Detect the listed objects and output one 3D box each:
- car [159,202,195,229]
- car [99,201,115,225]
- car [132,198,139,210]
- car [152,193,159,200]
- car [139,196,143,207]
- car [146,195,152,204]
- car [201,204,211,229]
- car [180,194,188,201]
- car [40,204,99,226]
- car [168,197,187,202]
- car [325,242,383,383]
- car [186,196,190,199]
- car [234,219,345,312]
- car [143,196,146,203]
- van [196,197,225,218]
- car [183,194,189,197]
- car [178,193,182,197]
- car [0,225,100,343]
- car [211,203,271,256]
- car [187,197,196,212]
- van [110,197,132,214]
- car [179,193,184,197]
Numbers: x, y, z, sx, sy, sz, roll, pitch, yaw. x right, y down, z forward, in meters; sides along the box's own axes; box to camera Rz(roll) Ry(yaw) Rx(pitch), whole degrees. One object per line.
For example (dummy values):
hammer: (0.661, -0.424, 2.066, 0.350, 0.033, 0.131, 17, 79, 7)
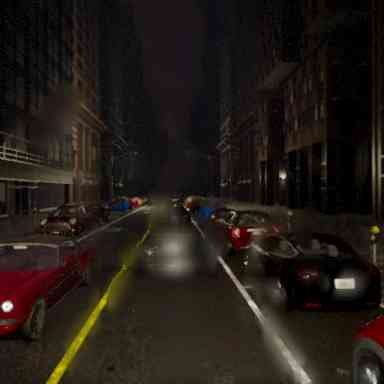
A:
car: (-1.078, 1.560, 21.525, 1.994, 1.385, 4.181, 0, 0, -3)
car: (-7.063, 1.577, 23.841, 1.887, 1.381, 4.507, -1, 0, -3)
car: (-8.017, 1.574, 40.621, 1.887, 1.381, 4.507, -1, 0, -3)
car: (-10.878, 1.571, 90.959, 1.887, 1.381, 4.507, -1, 0, -3)
car: (-8.335, 1.574, 46.213, 1.887, 1.381, 4.507, -1, 0, -3)
car: (-9.290, 1.467, 62.994, 1.967, 1.590, 4.097, -1, 0, -3)
car: (1.766, 1.561, 18.742, 1.802, 1.307, 4.206, -1, 0, -3)
car: (-2.051, 1.412, 85.855, 1.967, 1.590, 4.097, -1, 0, -3)
car: (-6.746, 1.473, 18.248, 1.967, 1.590, 4.097, -1, 0, -3)
car: (-1.923, 1.541, 36.336, 2.033, 1.411, 5.357, 0, 0, -3)
car: (2.719, 1.422, 1.964, 1.967, 1.590, 4.097, -1, 0, -3)
car: (0.494, 1.520, 41.114, 1.887, 1.381, 4.507, -1, 0, -3)
car: (2.402, 1.547, 7.557, 1.947, 1.339, 4.313, -1, 0, -3)
car: (-8.643, 1.554, 51.637, 1.752, 1.417, 4.829, -1, 0, -3)
van: (1.446, 1.319, 24.334, 1.690, 1.788, 3.998, -1, 0, -3)
car: (0.175, 1.415, 46.706, 1.967, 1.590, 4.097, -1, 0, -3)
car: (-1.734, 1.287, 80.263, 2.192, 1.841, 5.009, -1, 0, -3)
car: (-3.309, 1.618, 6.545, 1.895, 1.301, 4.718, 0, 0, -3)
car: (2.083, 1.420, 13.149, 1.967, 1.590, 4.097, -1, 0, -3)
car: (0.812, 1.521, 35.520, 1.887, 1.381, 4.507, -1, 0, -3)
van: (-7.701, 1.371, 35.028, 1.690, 1.788, 3.998, -1, 0, -3)
car: (-1.096, 1.517, 69.077, 1.887, 1.381, 4.507, -1, 0, -3)
